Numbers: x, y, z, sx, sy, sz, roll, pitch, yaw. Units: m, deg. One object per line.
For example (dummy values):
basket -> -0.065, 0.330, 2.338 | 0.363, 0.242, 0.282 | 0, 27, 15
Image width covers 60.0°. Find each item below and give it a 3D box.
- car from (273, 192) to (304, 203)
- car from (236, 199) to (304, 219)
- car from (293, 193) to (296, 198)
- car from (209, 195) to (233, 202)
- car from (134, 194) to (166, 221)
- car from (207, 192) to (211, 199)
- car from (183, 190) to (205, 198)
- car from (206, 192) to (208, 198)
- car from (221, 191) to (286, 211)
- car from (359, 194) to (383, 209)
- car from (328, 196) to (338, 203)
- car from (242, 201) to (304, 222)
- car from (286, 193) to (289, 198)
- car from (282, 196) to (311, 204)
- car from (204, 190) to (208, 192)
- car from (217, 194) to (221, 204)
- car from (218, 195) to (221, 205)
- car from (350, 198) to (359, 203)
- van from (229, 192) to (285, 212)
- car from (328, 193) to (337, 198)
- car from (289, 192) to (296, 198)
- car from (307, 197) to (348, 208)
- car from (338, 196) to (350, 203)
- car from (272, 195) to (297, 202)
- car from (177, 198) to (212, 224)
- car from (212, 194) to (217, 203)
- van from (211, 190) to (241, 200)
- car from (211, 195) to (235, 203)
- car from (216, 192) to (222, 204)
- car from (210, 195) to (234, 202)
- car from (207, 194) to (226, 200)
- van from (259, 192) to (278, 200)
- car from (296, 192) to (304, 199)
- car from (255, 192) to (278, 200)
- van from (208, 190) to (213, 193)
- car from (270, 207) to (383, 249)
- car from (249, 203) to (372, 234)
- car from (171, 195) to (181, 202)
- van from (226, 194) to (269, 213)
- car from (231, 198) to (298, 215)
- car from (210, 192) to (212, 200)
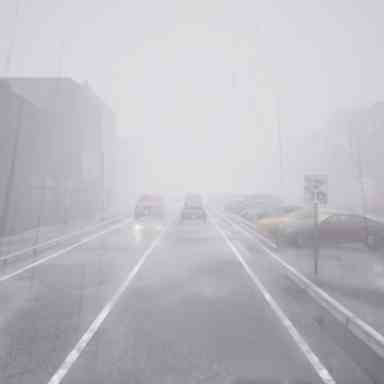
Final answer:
car -> 19.315, 1.109, 67.043 | 5.566, 2.045, 2.435 | 0, 0, 0
car -> 6.064, 1.522, 25.322 | 4.792, 1.488, 2.163 | 0, 0, 0
car -> 19.291, 1.413, 53.121 | 5.008, 1.535, 2.097 | 0, 0, 0
car -> 6.291, 1.336, 72.638 | 5.008, 1.535, 2.097 | 0, 0, 0
car -> -3.335, 1.180, 27.359 | 2.150, 2.045, 5.566 | 0, 0, 0
car -> 6.067, 1.370, 64.289 | 5.366, 1.575, 1.946 | 0, 0, 0
car -> 0.129, 1.145, 41.723 | 2.150, 2.045, 5.566 | 0, -1, -1
car -> 6.315, 1.312, 78.205 | 4.892, 1.521, 2.231 | 0, 0, 0
car -> 6.099, 1.220, 33.671 | 5.566, 2.045, 2.435 | 0, 0, 0
car -> 19.225, 1.226, 30.965 | 5.566, 2.045, 2.435 | 0, 0, 0
car -> 19.200, 1.485, 39.197 | 4.792, 1.488, 2.163 | 0, 0, 0
car -> 6.085, 1.540, 22.539 | 4.674, 1.452, 2.002 | 0, 0, 0
car -> 19.304, 1.394, 58.691 | 5.008, 1.535, 2.097 | 0, 0, 0
car -> 19.323, 1.423, 61.475 | 4.674, 1.452, 2.002 | 0, 0, 0
car -> 6.382, 1.004, 89.336 | 5.566, 2.045, 2.435 | 0, 0, 0
car -> 6.179, 1.443, 44.804 | 4.892, 1.521, 2.231 | 0, 0, 0
car -> 6.347, 1.446, 42.020 | 5.366, 1.575, 1.946 | 0, 0, 0
car -> 19.393, 1.467, 33.750 | 5.366, 1.575, 1.946 | 0, 0, 0
van -> 6.000, 1.253, 31.012 | 4.442, 1.987, 1.878 | 0, 0, 0
car -> 19.284, 1.315, 44.764 | 4.553, 1.767, 2.185 | 0, 0, 0
car -> 19.266, 1.278, 55.906 | 4.553, 1.767, 2.185 | 0, 0, 0
car -> 19.270, 1.433, 47.551 | 4.892, 1.521, 2.231 | 0, 0, 0
car -> 19.224, 1.463, 36.410 | 5.008, 1.535, 2.097 | 0, 0, 0
car -> 19.383, 1.377, 69.832 | 4.792, 1.488, 2.163 | 0, 0, 0
car -> 0.113, 1.455, 24.626 | 2.128, 1.511, 4.902 | 0, 0, 0
car -> 6.189, 1.435, 55.938 | 4.792, 1.488, 2.163 | 0, 0, 0
van -> 6.112, 1.169, 58.784 | 4.442, 1.987, 1.878 | 0, 0, 0
car -> 6.266, 1.402, 67.071 | 4.674, 1.452, 2.002 | 0, 0, 0
car -> 6.153, 1.308, 47.588 | 4.553, 1.767, 2.185 | 0, 0, 0
car -> 6.269, 1.349, 69.855 | 5.008, 1.535, 2.097 | 0, 0, 0
car -> 6.337, 1.269, 86.554 | 5.008, 1.535, 2.097 | 0, 0, 0
van -> 19.295, 1.055, 83.754 | 4.442, 1.987, 1.878 | 0, 0, 0
car -> 19.247, 1.172, 50.334 | 5.566, 2.045, 2.435 | 0, 0, 0
car -> 19.394, 1.016, 86.538 | 5.566, 2.045, 2.435 | 0, 0, 0
van -> 6.414, 1.098, 75.420 | 4.442, 1.987, 1.878 | 0, 0, 0
car -> 6.064, 1.560, 14.331 | 4.674, 1.452, 2.002 | 1, 0, 1
car -> 5.874, 1.510, 16.973 | 5.366, 1.575, 1.946 | 0, 0, 0
car -> -3.225, 1.311, 68.413 | 1.882, 1.535, 5.008 | 0, 0, 0
van -> 6.022, 1.239, 36.454 | 4.442, 1.987, 1.878 | 0, 0, 0
car -> 6.098, 1.487, 28.105 | 4.892, 1.521, 2.231 | 0, 0, 0
car -> 6.209, 1.259, 61.504 | 4.553, 1.767, 2.185 | 0, 0, 0
